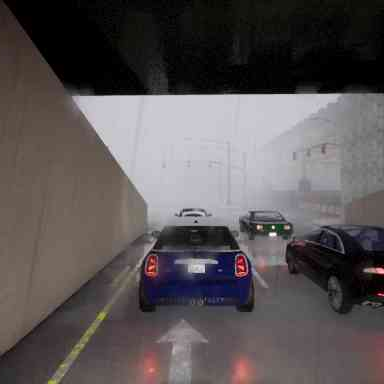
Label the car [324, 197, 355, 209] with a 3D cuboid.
[{"bbox_3d":[17.543,1.295,39.397,1.853,1.218,4.536,0,0,45],"label":"car"}]

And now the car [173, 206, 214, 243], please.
[{"bbox_3d":[0.065,1.526,16.961,1.812,1.442,4.674,0,0,0],"label":"car"}]

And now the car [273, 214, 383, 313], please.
[{"bbox_3d":[3.581,1.492,7.644,2.128,1.511,4.902,0,0,0],"label":"car"}]

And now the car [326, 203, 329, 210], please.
[{"bbox_3d":[17.507,1.453,39.360,2.038,1.542,4.974,0,0,45],"label":"car"}]

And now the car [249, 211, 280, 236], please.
[{"bbox_3d":[3.587,1.601,16.970,1.895,1.301,4.718,0,0,0],"label":"car"}]

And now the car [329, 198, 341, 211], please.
[{"bbox_3d":[17.406,1.453,34.753,2.038,1.542,4.974,0,0,-35],"label":"car"}]

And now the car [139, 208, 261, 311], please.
[{"bbox_3d":[0.082,1.352,7.910,2.097,1.767,4.553,0,0,0],"label":"car"}]
